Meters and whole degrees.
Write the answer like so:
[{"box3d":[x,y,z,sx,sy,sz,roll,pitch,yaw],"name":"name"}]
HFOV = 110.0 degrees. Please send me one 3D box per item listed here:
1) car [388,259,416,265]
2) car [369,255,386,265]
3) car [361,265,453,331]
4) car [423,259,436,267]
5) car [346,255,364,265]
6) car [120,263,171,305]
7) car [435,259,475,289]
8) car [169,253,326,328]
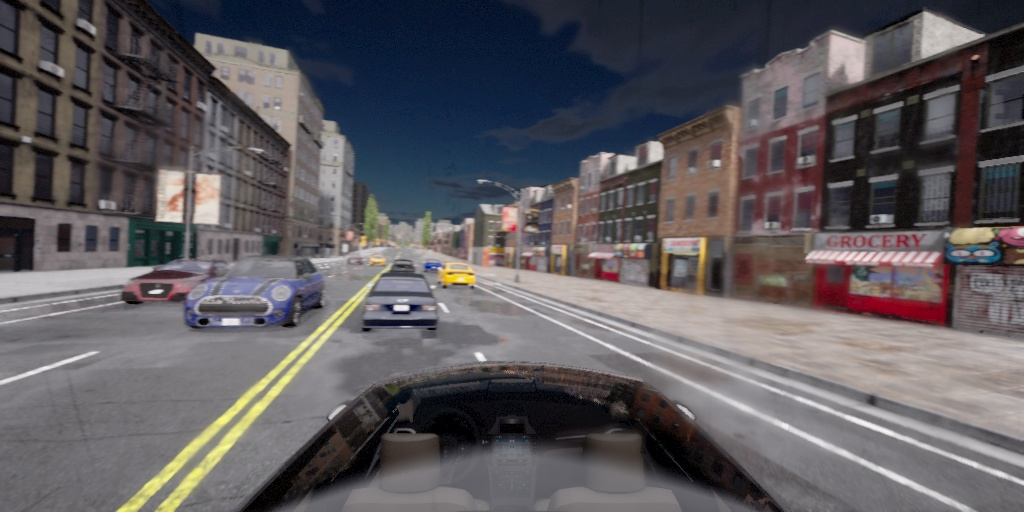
[{"box3d":[-8.499,0.999,27.941,1.837,1.490,4.892,3,-1,-17],"name":"car"},{"box3d":[-18.927,0.659,50.648,1.882,1.535,5.008,3,0,-16],"name":"car"},{"box3d":[-3.173,1.174,10.342,2.033,1.411,5.357,3,0,-17],"name":"car"},{"box3d":[-9.167,1.076,41.287,1.882,1.535,5.008,3,-1,-17],"name":"car"},{"box3d":[-22.766,0.522,52.144,1.812,1.442,4.674,3,0,-16],"name":"car"},{"box3d":[-10.702,0.814,12.128,1.994,1.385,4.181,3,0,-17],"name":"car"},{"box3d":[-3.597,1.173,22.833,1.882,1.535,5.008,3,0,-16],"name":"car"},{"box3d":[-6.599,0.798,9.811,2.097,1.767,4.553,3,0,-17],"name":"car"}]
